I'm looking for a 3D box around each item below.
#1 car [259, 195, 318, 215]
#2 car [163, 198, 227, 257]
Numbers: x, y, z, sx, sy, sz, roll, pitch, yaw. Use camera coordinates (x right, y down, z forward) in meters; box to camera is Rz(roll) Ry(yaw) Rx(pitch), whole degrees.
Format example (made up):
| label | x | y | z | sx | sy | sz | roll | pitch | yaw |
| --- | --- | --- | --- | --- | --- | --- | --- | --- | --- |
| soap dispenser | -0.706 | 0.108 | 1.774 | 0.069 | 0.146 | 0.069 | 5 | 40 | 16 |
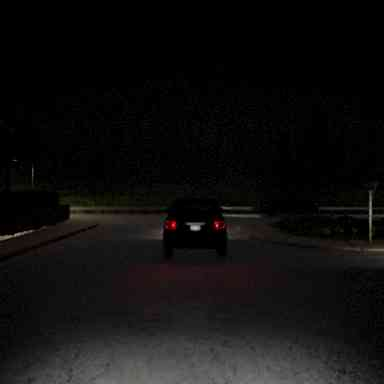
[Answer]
| label | x | y | z | sx | sy | sz | roll | pitch | yaw |
| --- | --- | --- | --- | --- | --- | --- | --- | --- | --- |
| car | 9.364 | 1.269 | 32.480 | 5.566 | 2.045 | 2.150 | 0 | 0 | 0 |
| car | 0.103 | 1.240 | 13.194 | 2.150 | 2.045 | 5.566 | 0 | 0 | 0 |
